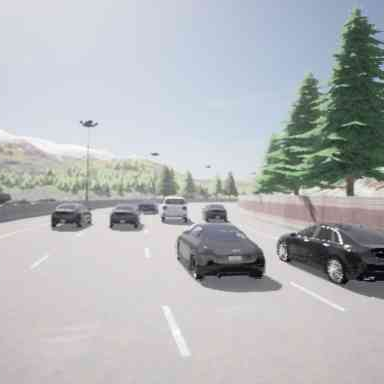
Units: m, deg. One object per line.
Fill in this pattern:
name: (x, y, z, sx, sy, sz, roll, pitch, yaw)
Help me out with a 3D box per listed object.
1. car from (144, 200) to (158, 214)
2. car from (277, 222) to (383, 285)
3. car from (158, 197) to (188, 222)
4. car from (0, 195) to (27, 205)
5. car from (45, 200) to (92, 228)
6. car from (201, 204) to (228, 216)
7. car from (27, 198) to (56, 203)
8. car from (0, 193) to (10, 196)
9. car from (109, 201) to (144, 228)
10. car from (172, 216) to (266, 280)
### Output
car: (-5.079, 1.722, 39.605, 1.882, 1.535, 5.008, 1, 0, 1)
car: (4.318, 1.693, 10.169, 1.837, 1.490, 4.892, 1, -1, -12)
car: (-1.522, 1.448, 28.907, 2.150, 2.045, 5.566, 1, -1, -3)
car: (-22.660, 1.454, 43.427, 1.994, 1.385, 4.181, 1, -1, 3)
car: (-8.055, 1.530, 22.543, 1.837, 1.490, 4.892, 1, -1, -6)
car: (1.979, 1.813, 29.355, 1.837, 1.490, 4.892, 1, -1, -3)
car: (-19.146, 1.530, 43.676, 1.837, 1.490, 4.892, 1, -1, 3)
car: (-26.130, 1.117, 44.019, 2.150, 2.045, 5.566, 1, -1, 3)
car: (-4.592, 1.614, 23.266, 1.837, 1.490, 4.892, 1, 0, -6)
car: (0.706, 1.675, 10.459, 1.994, 1.385, 4.181, 1, -1, -11)
